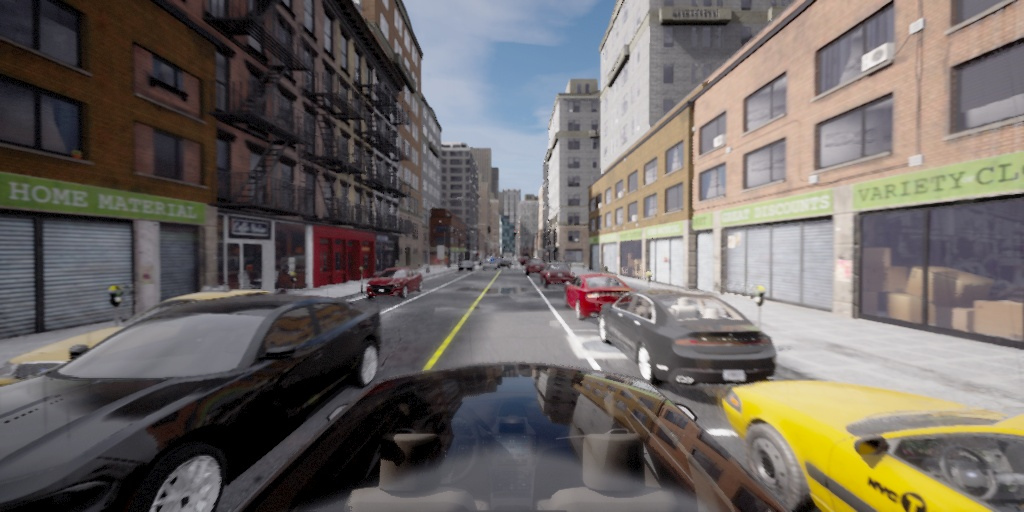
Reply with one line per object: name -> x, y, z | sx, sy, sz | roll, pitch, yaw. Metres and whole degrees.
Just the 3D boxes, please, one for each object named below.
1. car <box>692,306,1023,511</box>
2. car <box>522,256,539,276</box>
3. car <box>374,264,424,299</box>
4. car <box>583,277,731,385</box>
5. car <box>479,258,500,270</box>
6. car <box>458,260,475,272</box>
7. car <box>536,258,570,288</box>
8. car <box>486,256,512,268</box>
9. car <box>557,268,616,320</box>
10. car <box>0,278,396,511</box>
car -> 2.857, 1.277, 1.469 | 1.751, 1.417, 4.829 | 0, 0, 0
car -> 2.397, 1.019, 36.173 | 2.097, 1.767, 4.553 | 0, 0, 0
car -> -5.664, 1.250, 17.791 | 1.888, 1.381, 4.507 | 0, 0, 0
car -> 2.858, 1.285, 6.795 | 2.007, 1.370, 4.403 | 0, 0, 0
car -> -2.986, 1.280, 48.999 | 1.895, 1.301, 4.718 | 0, 0, 0
car -> -5.656, 1.219, 45.274 | 1.948, 1.339, 4.313 | 0, 0, 0
car -> 2.863, 1.132, 23.285 | 1.967, 1.591, 4.097 | 0, 0, 0
car -> -1.809, 1.154, 55.335 | 2.128, 1.511, 4.902 | 0, 0, 31
car -> 2.860, 1.264, 12.292 | 1.888, 1.381, 4.507 | 0, 0, 0
car -> -3.100, 1.221, 4.018 | 1.882, 1.535, 5.008 | 0, 0, 0
